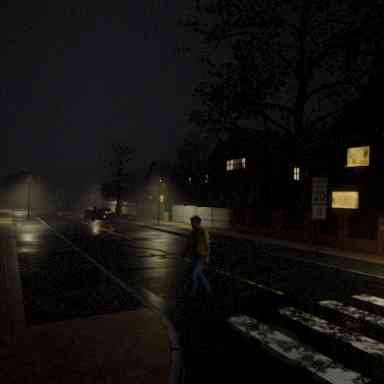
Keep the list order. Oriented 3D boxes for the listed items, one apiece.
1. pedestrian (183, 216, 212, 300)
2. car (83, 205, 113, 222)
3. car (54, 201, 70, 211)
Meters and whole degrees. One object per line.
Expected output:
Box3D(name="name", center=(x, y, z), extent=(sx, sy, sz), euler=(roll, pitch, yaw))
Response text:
Box3D(name="pedestrian", center=(0.133, 1.372, 7.174), extent=(0.375, 1.860, 0.375), euler=(1, -1, -29))
Box3D(name="car", center=(-8.613, 1.910, 30.400), extent=(2.128, 1.511, 4.902), euler=(2, -2, -29))
Box3D(name="car", center=(-19.874, 2.166, 50.859), extent=(2.128, 1.511, 4.902), euler=(2, -2, -29))
